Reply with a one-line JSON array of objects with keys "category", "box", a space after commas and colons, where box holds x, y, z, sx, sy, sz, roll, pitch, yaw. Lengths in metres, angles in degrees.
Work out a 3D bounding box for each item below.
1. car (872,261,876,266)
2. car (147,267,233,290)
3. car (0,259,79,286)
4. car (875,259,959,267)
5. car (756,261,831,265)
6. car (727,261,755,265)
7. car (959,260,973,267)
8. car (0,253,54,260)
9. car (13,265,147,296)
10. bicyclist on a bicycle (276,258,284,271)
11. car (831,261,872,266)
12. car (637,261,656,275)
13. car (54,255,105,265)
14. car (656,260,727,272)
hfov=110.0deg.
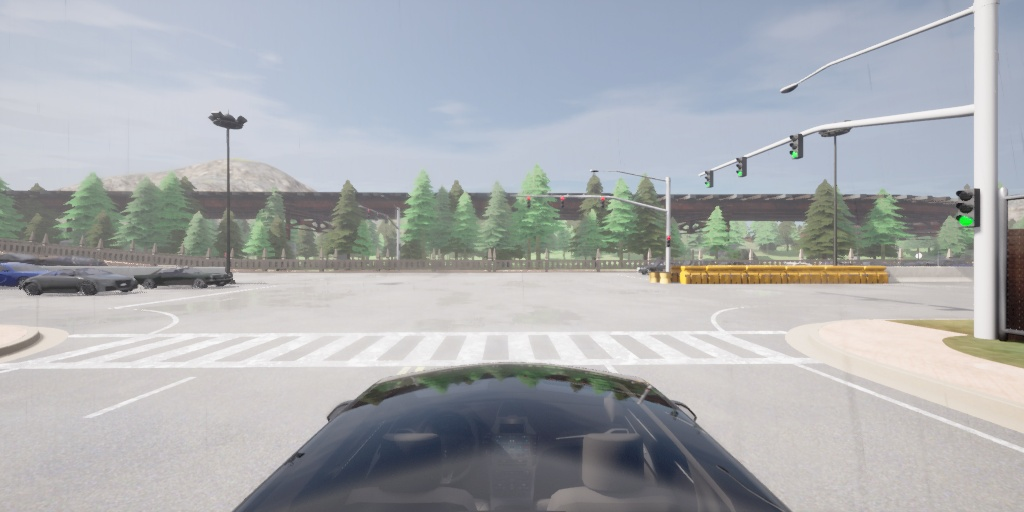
[{"category": "car", "box": [37.951, 1.276, 38.166, 4.674, 1.442, 1.812, 0, 0, -1]}, {"category": "car", "box": [-20.180, 1.346, 22.155, 4.718, 1.301, 1.895, 0, 0, -2]}, {"category": "car", "box": [-30.239, 1.179, 21.848, 5.008, 1.535, 1.882, 1, 0, -2]}, {"category": "car", "box": [34.996, 1.256, 31.058, 4.892, 1.490, 1.837, 0, 0, -2]}, {"category": "car", "box": [24.017, 1.276, 30.708, 4.674, 1.442, 1.812, 0, 0, -2]}, {"category": "car", "box": [20.523, 1.255, 34.119, 4.892, 1.490, 1.837, 0, 0, -2]}, {"category": "car", "box": [41.530, 1.102, 34.747, 4.553, 1.767, 2.097, 0, 0, -2]}, {"category": "car", "box": [-45.062, 0.467, 32.137, 5.008, 1.535, 1.882, 4, 0, -1]}, {"category": "car", "box": [-22.217, 1.308, 18.594, 4.181, 1.385, 1.994, 0, 0, -2]}, {"category": "bicyclist on a bicycle", "box": [-28.446, 1.041, 43.896, 0.582, 1.620, 1.656, 0, 0, -2]}, {"category": "car", "box": [30.829, 1.241, 34.434, 4.902, 1.511, 2.128, 0, 0, -2]}, {"category": "car", "box": [15.582, 1.241, 37.468, 4.902, 1.511, 2.128, 0, 0, -2]}, {"category": "car", "box": [-43.816, 0.640, 35.667, 5.357, 1.411, 2.033, 4, 0, -1]}, {"category": "car", "box": [15.188, 1.102, 30.453, 4.553, 1.767, 2.097, 0, 0, -2]}]
